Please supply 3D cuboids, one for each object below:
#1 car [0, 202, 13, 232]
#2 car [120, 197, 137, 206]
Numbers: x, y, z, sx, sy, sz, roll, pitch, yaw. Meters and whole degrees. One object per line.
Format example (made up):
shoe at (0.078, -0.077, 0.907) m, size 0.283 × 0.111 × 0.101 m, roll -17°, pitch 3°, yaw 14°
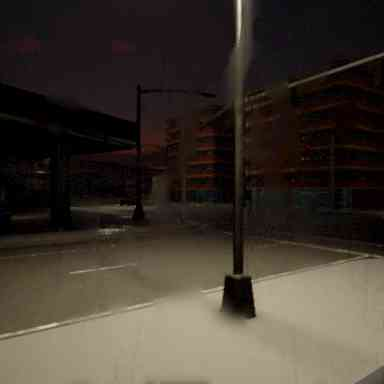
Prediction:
car at (-11.882, 1.295, 17.147) m, size 4.611 × 1.667 × 2.242 m, roll 0°, pitch 0°, yaw -35°
car at (-10.323, 1.544, 55.065) m, size 1.994 × 1.385 × 4.181 m, roll 0°, pitch 0°, yaw -36°
